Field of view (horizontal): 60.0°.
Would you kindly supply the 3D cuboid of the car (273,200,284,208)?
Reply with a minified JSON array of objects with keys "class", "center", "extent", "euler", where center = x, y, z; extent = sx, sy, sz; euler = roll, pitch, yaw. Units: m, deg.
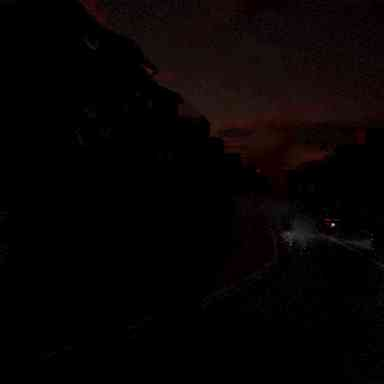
[{"class":"car","center":[18.268,2.414,70.202],"extent":[2.097,1.767,4.553],"euler":[-1,1,13]}]

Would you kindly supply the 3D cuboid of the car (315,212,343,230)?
[{"class":"car","center":[12.709,2.671,31.062],"extent":[1.837,1.490,4.892],"euler":[0,-3,13]}]

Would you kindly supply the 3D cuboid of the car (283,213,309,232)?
[{"class":"car","center":[9.004,2.572,29.135],"extent":[2.128,1.511,4.902],"euler":[0,-3,12]}]

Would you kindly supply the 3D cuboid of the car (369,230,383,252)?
[{"class":"car","center":[8.714,1.970,13.449],"extent":[1.895,1.301,4.718],"euler":[-1,-3,14]}]
